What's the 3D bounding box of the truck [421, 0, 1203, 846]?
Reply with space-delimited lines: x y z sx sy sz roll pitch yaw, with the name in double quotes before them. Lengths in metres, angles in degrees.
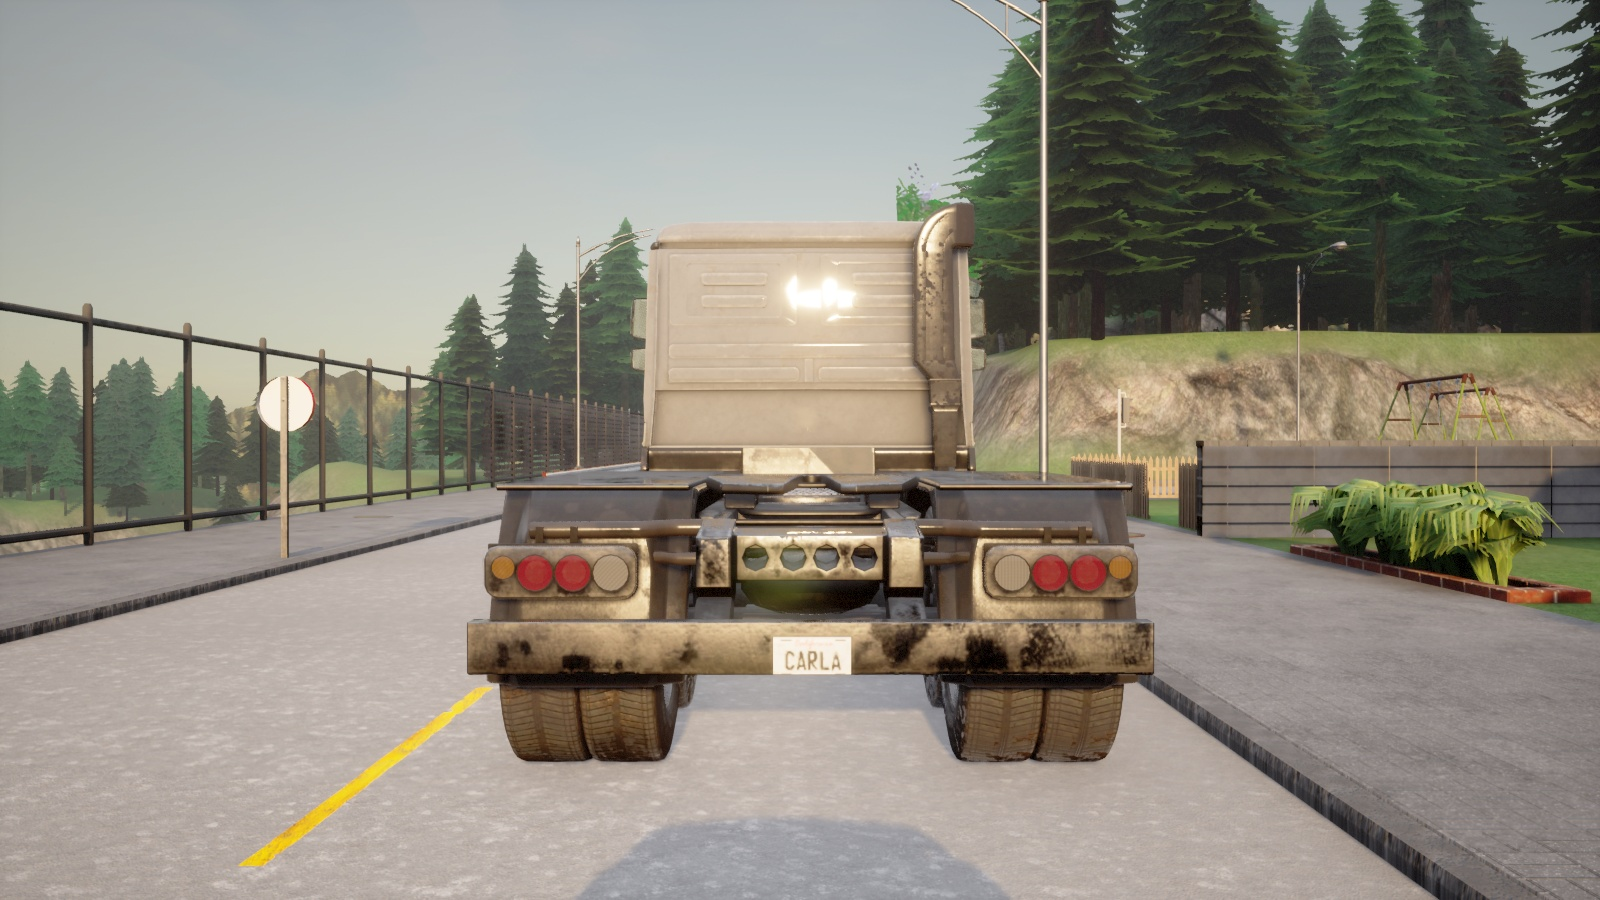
"truck" 0.062 -0.284 8.623 2.891 3.462 7.936 0 0 0
